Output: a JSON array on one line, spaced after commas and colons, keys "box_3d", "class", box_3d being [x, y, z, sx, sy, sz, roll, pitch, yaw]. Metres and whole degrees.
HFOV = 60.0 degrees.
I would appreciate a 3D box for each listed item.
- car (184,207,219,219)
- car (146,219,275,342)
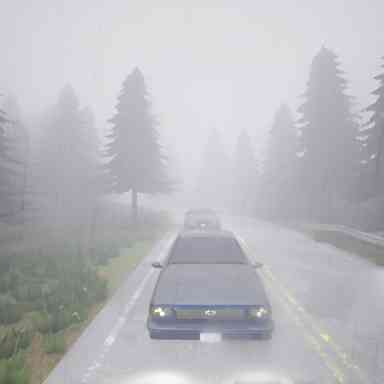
[{"box_3d": [0.529, 1.583, 19.653, 1.994, 1.385, 4.181, 0, 0, -2], "class": "car"}, {"box_3d": [0.308, 1.558, 7.103, 2.033, 1.411, 5.357, 0, 0, 1], "class": "car"}]
